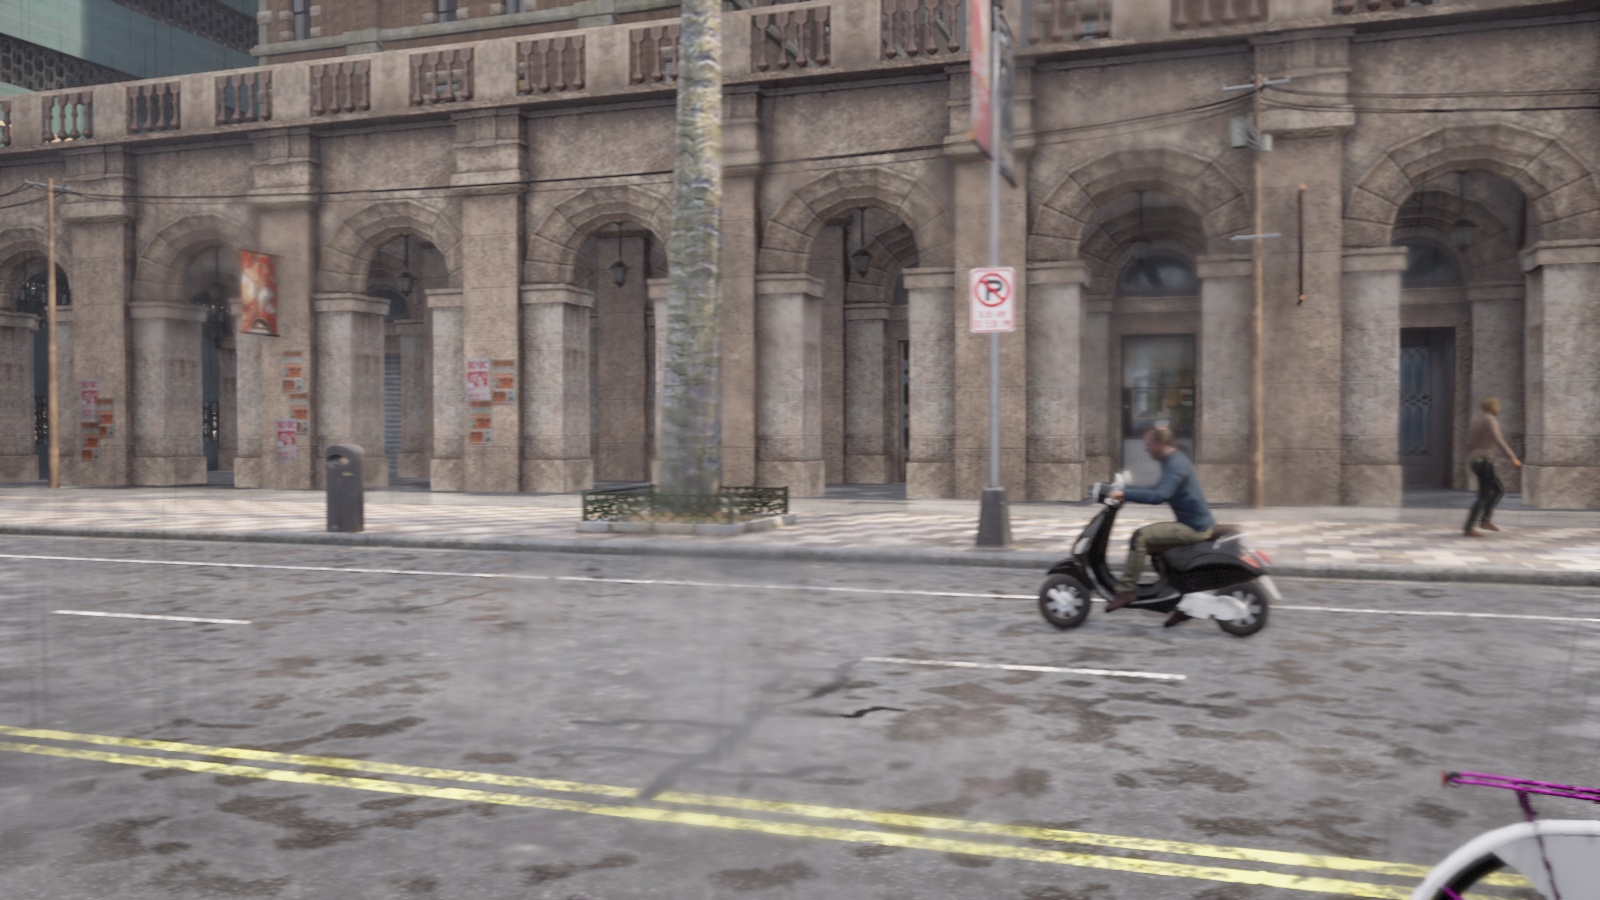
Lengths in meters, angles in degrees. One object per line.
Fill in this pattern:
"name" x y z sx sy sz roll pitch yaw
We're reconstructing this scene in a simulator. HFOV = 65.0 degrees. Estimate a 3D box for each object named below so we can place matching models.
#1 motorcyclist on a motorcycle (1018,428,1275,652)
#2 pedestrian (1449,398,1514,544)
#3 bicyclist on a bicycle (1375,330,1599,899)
"motorcyclist on a motorcycle" 2.665 0.633 9.679 1.817 1.590 0.866 1 1 19
"pedestrian" 8.747 0.262 16.132 0.634 1.846 0.331 0 1 6
"bicyclist on a bicycle" 2.177 0.667 2.458 1.843 1.776 0.659 1 1 19
